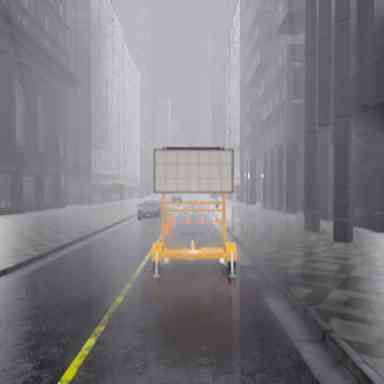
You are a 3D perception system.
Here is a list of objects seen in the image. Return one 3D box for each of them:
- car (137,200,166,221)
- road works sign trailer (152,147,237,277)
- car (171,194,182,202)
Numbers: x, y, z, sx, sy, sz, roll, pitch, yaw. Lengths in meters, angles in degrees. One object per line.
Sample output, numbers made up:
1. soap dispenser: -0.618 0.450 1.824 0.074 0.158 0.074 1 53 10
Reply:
1. car: -3.109 1.423 26.180 1.837 1.490 4.892 0 0 0
2. road works sign trailer: 0.047 0.435 10.116 2.380 3.560 2.880 0 0 -1
3. car: -3.044 1.230 66.642 1.882 1.535 5.008 0 0 0
